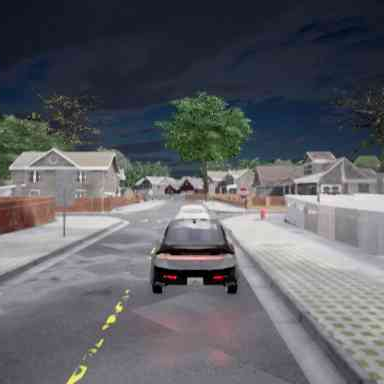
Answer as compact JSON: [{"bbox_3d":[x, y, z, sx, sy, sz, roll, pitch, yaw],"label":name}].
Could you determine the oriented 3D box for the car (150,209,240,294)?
[{"bbox_3d":[0.065,1.424,8.583,2.128,1.511,4.902,0,0,0],"label":"car"}]

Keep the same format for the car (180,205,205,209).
[{"bbox_3d":[0.015,1.400,17.800,1.812,1.442,4.674,0,0,0],"label":"car"}]
